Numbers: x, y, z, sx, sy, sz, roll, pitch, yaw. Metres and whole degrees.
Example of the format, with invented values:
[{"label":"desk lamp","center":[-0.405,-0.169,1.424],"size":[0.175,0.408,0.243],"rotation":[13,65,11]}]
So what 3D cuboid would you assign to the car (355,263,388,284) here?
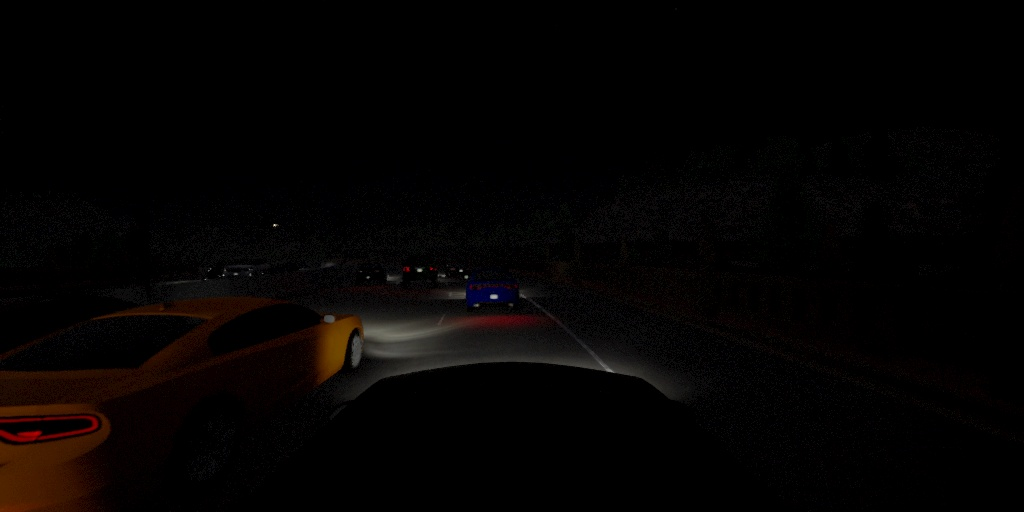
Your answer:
[{"label":"car","center":[-10.443,1.255,26.818],"size":[2.128,1.511,4.902],"rotation":[-1,0,-15]}]

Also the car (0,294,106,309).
[{"label":"car","center":[-7.126,1.320,5.650],"size":[1.812,1.442,4.674],"rotation":[0,0,-2]}]

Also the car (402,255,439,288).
[{"label":"car","center":[-6.135,0.950,24.193],"size":[2.150,2.045,5.566],"rotation":[-1,0,-13]}]

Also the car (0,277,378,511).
[{"label":"car","center":[-3.580,1.246,4.542],"size":[1.882,1.535,5.008],"rotation":[0,0,-1]}]

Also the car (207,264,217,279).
[{"label":"car","center":[-28.725,1.300,36.058],"size":[2.097,1.767,4.553],"rotation":[-1,0,-25]}]

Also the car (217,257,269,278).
[{"label":"car","center":[-22.980,1.111,31.232],"size":[2.150,2.045,5.566],"rotation":[-1,0,-20]}]

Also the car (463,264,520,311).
[{"label":"car","center":[-0.869,1.191,14.323],"size":[1.882,1.535,5.008],"rotation":[0,0,-6]}]

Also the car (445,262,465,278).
[{"label":"car","center":[-5.017,1.249,33.083],"size":[1.994,1.385,4.181],"rotation":[-1,0,-18]}]

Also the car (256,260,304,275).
[{"label":"car","center":[-18.532,1.350,28.947],"size":[1.837,1.490,4.892],"rotation":[0,0,-18]}]
